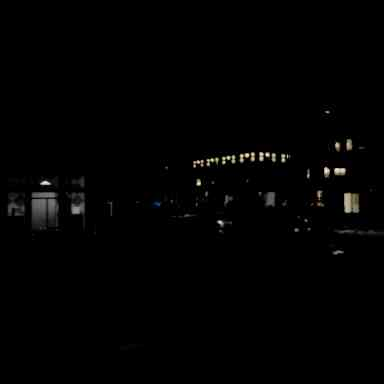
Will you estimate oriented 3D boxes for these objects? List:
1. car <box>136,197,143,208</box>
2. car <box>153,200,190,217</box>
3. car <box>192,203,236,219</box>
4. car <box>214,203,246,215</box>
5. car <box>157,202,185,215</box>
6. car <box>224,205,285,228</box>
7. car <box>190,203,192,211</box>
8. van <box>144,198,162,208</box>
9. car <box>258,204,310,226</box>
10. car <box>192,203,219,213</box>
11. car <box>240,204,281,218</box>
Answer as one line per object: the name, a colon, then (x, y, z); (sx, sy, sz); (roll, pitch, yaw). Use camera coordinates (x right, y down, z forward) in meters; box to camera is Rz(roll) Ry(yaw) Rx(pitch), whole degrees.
car: (-12.062, 2.066, 64.807); (2.150, 2.045, 5.566); (0, 0, -32)
car: (-2.372, 2.007, 37.992); (1.967, 1.590, 4.097); (-1, 0, -32)
car: (2.350, 2.001, 35.278); (1.882, 1.535, 5.008); (0, -1, -31)
car: (4.767, 2.162, 42.384); (1.802, 1.307, 4.206); (-1, 0, -32)
car: (-2.820, 2.147, 43.694); (1.812, 1.442, 4.674); (0, -1, -31)
car: (4.798, 1.993, 26.109); (1.947, 1.339, 4.313); (-1, 0, -32)
car: (-1.122, 2.246, 47.030); (1.895, 1.301, 4.718); (0, -1, -32)
van: (-6.839, 2.136, 61.242); (1.690, 1.788, 3.998); (-1, 0, -32)
car: (7.325, 1.918, 27.193); (2.128, 1.511, 4.902); (0, -1, -32)
car: (1.867, 2.217, 47.098); (1.802, 1.307, 4.206); (-1, 0, -32)
car: (7.667, 2.076, 37.670); (2.008, 1.369, 4.403); (-1, 0, -32)
